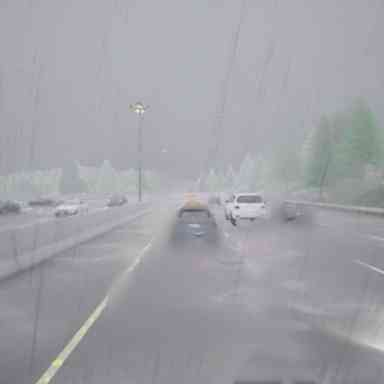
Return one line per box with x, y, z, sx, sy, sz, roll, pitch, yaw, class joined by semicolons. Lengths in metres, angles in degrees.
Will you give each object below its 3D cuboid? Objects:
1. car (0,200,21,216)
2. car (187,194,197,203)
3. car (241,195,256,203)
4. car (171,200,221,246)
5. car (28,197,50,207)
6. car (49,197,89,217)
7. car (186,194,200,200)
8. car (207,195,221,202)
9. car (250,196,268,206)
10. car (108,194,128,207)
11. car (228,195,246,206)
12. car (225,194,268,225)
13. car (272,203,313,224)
-17.575;1.444;30.577;1.994;1.385;4.181;0;0;0;car
0.050;1.245;65.026;1.837;1.490;4.892;0;0;1;car
10.513;1.317;62.377;2.033;1.411;5.357;0;0;0;car
0.103;1.369;14.982;2.033;1.649;4.856;0;0;0;car
-21.028;1.416;46.641;1.895;1.301;4.718;0;0;1;car
-10.580;1.408;29.556;1.812;1.442;4.674;0;0;0;car
0.107;1.333;36.438;1.882;1.535;5.008;0;0;0;car
3.511;1.297;52.237;1.837;1.490;4.892;0;0;0;car
10.511;1.392;52.338;1.895;1.301;4.718;0;0;0;car
-10.534;1.164;47.431;2.097;1.767;4.553;0;0;1;car
7.011;1.285;51.891;2.128;1.511;4.902;0;0;0;car
3.605;1.126;23.129;2.150;2.045;5.566;0;0;0;car
7.104;1.467;23.990;1.994;1.385;4.181;0;0;0;car
